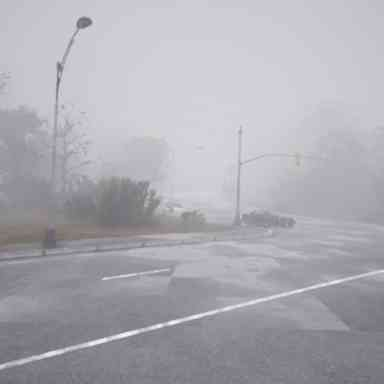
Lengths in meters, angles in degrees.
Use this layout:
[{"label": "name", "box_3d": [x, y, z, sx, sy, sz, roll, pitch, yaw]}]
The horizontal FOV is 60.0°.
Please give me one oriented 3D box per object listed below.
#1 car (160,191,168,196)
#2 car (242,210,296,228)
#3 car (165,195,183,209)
[{"label": "car", "box_3d": [-6.613, 0.607, 76.552, 1.812, 1.442, 4.674, 2, 2, -4]}, {"label": "car", "box_3d": [6.196, 2.155, 27.054, 1.895, 1.301, 4.718, 3, -2, -27]}, {"label": "car", "box_3d": [-2.731, 1.756, 51.044, 1.994, 1.385, 4.181, 2, 1, -15]}]
